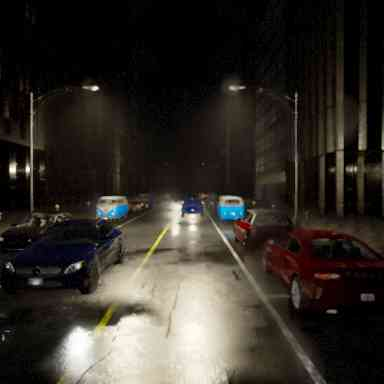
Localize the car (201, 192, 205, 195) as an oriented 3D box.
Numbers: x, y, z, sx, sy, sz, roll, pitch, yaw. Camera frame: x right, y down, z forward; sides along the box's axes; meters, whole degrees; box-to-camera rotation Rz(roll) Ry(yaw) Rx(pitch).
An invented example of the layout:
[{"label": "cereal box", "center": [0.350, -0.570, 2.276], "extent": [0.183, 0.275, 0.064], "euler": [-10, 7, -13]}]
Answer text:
[{"label": "car", "center": [2.744, 1.212, 69.155], "extent": [2.008, 1.369, 4.403], "euler": [0, 0, 0]}]

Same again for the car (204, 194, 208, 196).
[{"label": "car", "center": [2.752, 1.310, 41.280], "extent": [1.752, 1.417, 4.829], "euler": [0, 0, 0]}]

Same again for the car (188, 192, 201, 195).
[{"label": "car", "center": [-0.013, 1.082, 52.842], "extent": [2.097, 1.767, 4.553], "euler": [0, 0, 0]}]

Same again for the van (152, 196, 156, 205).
[{"label": "van", "center": [-5.773, 1.126, 41.100], "extent": [1.690, 1.788, 3.998], "euler": [0, 0, 0]}]

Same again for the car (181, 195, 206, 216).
[{"label": "car", "center": [0.059, 1.320, 30.091], "extent": [1.882, 1.535, 5.008], "euler": [0, 1, 0]}]

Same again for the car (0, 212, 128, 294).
[{"label": "car", "center": [-3.034, 1.478, 8.819], "extent": [1.812, 1.442, 4.674], "euler": [0, 0, 0]}]

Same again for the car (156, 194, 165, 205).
[{"label": "car", "center": [-5.776, 1.258, 52.149], "extent": [1.752, 1.417, 4.829], "euler": [0, 0, 0]}]

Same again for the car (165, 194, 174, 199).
[{"label": "car", "center": [-5.785, 1.142, 85.976], "extent": [2.008, 1.369, 4.403], "euler": [0, 0, 0]}]

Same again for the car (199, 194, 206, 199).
[{"label": "car", "center": [2.740, 1.174, 85.982], "extent": [1.802, 1.307, 4.206], "euler": [0, 0, 0]}]

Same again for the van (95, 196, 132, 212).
[{"label": "van", "center": [-5.768, 1.213, 24.271], "extent": [1.690, 1.788, 3.998], "euler": [0, 0, 0]}]

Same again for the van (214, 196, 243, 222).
[{"label": "van", "center": [2.757, 1.213, 24.282], "extent": [1.690, 1.788, 3.998], "euler": [0, 0, 0]}]

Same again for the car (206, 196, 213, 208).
[{"label": "car", "center": [2.754, 1.380, 35.502], "extent": [1.947, 1.339, 4.313], "euler": [0, 0, 0]}]

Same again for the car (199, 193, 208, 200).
[{"label": "car", "center": [2.741, 1.055, 80.373], "extent": [1.967, 1.590, 4.097], "euler": [0, 0, 0]}]

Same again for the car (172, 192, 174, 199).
[{"label": "car", "center": [-5.783, 1.078, 74.756], "extent": [1.967, 1.590, 4.097], "euler": [0, 0, 0]}]

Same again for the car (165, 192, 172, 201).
[{"label": "car", "center": [-5.781, 1.227, 69.147], "extent": [1.947, 1.339, 4.313], "euler": [0, 0, 0]}]

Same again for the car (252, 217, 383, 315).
[{"label": "car", "center": [2.761, 1.505, 7.456], "extent": [1.887, 1.381, 4.507], "euler": [0, 0, 0]}]

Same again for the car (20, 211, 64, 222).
[{"label": "car", "center": [-5.766, 1.481, 13.053], "extent": [2.008, 1.369, 4.403], "euler": [0, 0, 0]}]

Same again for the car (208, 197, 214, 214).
[{"label": "car", "center": [2.755, 1.388, 29.892], "extent": [1.887, 1.381, 4.507], "euler": [0, 0, 0]}]

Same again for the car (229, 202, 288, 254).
[{"label": "car", "center": [2.760, 1.371, 13.064], "extent": [1.967, 1.590, 4.097], "euler": [0, 0, 0]}]

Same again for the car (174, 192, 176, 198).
[{"label": "car", "center": [-5.784, 0.929, 80.365], "extent": [2.192, 1.841, 5.009], "euler": [0, 0, 0]}]

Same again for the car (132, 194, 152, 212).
[{"label": "car", "center": [-5.771, 1.254, 35.491], "extent": [1.967, 1.590, 4.097], "euler": [0, 0, 0]}]
